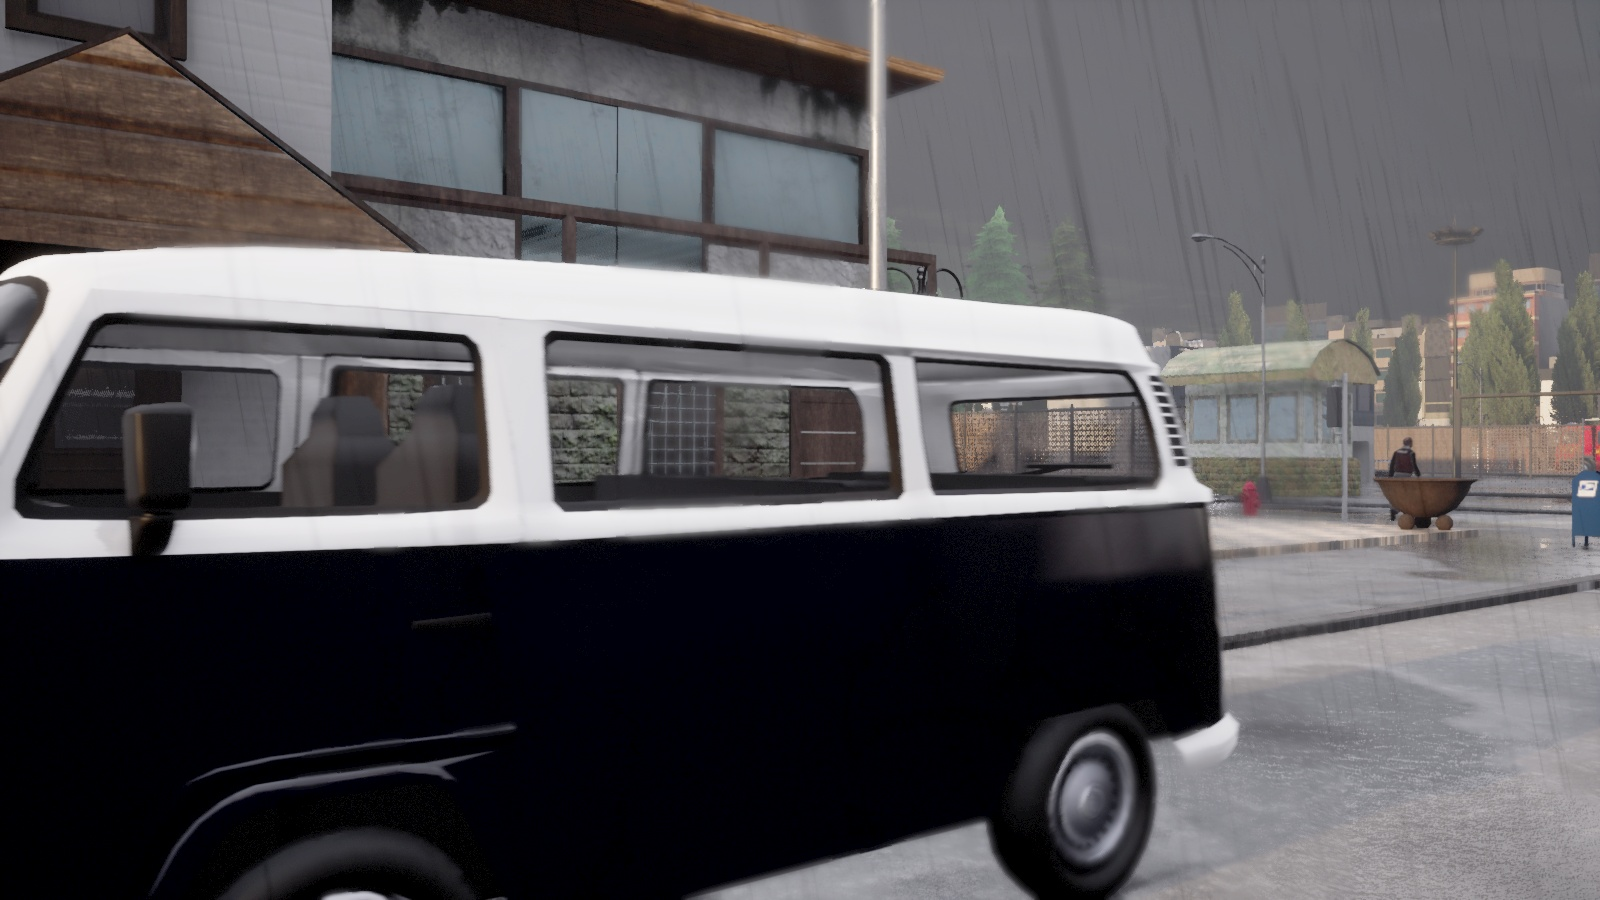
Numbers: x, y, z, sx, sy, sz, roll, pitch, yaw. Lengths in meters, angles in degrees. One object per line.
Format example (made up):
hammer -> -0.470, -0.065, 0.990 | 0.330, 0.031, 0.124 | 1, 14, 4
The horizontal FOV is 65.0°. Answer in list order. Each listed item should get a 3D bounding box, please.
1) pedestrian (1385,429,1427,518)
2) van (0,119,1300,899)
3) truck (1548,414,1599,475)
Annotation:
pedestrian -> 12.670, 0.488, 26.258 | 0.720, 1.854, 0.376 | 0, 0, -19
van -> -0.609, 0.479, 3.931 | 4.480, 2.038, 2.069 | 0, 0, -38
truck -> 52.102, -0.338, 78.686 | 2.891, 3.827, 8.468 | 0, 0, -39
